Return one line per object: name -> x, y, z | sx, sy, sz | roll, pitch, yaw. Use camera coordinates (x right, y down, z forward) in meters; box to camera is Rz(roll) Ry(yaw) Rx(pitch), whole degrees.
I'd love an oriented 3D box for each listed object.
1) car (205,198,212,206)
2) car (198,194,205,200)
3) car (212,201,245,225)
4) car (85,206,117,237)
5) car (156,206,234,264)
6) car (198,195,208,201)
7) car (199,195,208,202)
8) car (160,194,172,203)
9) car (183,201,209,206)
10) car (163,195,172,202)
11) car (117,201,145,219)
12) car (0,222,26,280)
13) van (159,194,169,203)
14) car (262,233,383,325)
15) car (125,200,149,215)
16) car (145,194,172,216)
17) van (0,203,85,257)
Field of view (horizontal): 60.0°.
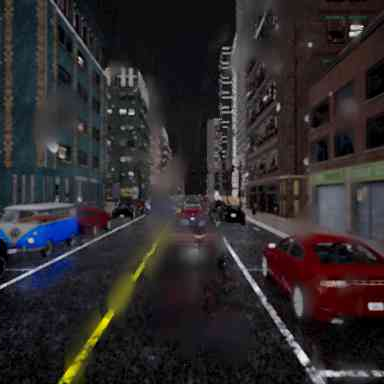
car -> 2.691, 1.549, 34.721 | 1.947, 1.339, 4.313 | 0, 0, 0
car -> 2.681, 1.431, 94.764 | 1.967, 1.590, 4.097 | 0, 0, 0
car -> 2.693, 1.553, 23.673 | 1.947, 1.339, 4.313 | 0, 0, 0
car -> -5.686, 1.534, 18.161 | 1.887, 1.381, 4.507 | 0, 0, 0
car -> 0.068, 1.485, 11.825 | 2.128, 1.511, 4.902 | 0, 0, 0
car -> 2.685, 1.564, 67.126 | 1.802, 1.307, 4.206 | 0, 0, 0
car -> 2.684, 1.425, 78.182 | 1.967, 1.590, 4.097 | 0, 0, 0
car -> -5.695, 1.298, 72.653 | 2.192, 1.841, 5.009 | 0, 0, 0
car -> 0.058, 1.587, 25.584 | 1.895, 1.301, 4.718 | 0, 0, 0
car -> -5.698, 1.529, 78.181 | 1.887, 1.381, 4.507 | 0, 0, 0
car -> -5.689, 1.551, 29.208 | 1.947, 1.339, 4.313 | 0, 0, 0
car -> -5.685, 1.561, 7.114 | 1.947, 1.339, 4.313 | 0, 0, 0
van -> -5.694, 1.323, 67.126 | 1.690, 1.788, 3.998 | 0, 0, 0
car -> 2.697, 1.540, 7.103 | 1.887, 1.381, 4.507 | 0, 0, 0
car -> -5.690, 1.565, 34.731 | 1.802, 1.307, 4.206 | 0, 0, 0
car -> -3.075, 1.335, 31.696 | 2.097, 1.767, 4.553 | 0, 0, 0
van -> -5.684, 1.334, 12.637 | 1.690, 1.788, 3.998 | 0, 0, 0
